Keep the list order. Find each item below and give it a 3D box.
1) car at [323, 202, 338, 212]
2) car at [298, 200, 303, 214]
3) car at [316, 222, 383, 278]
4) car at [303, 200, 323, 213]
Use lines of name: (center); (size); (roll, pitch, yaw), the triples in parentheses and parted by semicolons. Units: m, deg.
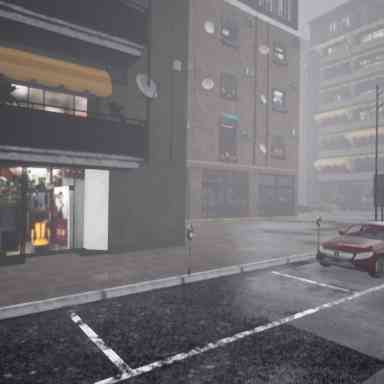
car: (15.268, 1.699, 40.744); (1.752, 1.417, 4.829); (1, -1, -36)
car: (8.973, 1.321, 36.009); (2.192, 1.841, 5.009); (1, -1, -36)
car: (5.549, 1.586, 10.109); (4.206, 1.307, 1.802); (0, 1, -36)
car: (11.320, 1.604, 36.962); (2.033, 1.411, 5.357); (1, -1, -36)
